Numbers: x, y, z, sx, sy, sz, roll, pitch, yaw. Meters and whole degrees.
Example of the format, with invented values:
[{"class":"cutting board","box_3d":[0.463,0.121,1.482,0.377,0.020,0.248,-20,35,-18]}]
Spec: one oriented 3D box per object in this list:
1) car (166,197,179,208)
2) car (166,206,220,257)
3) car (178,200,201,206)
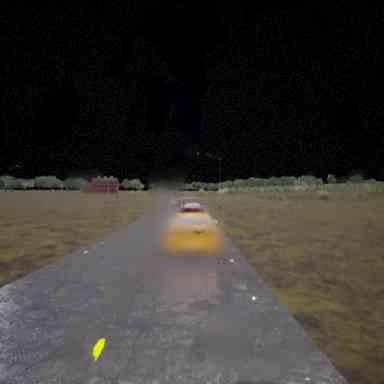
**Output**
[{"class":"car","box_3d":[-2.844,1.579,51.483,2.128,1.511,4.902,0,0,0]},{"class":"car","box_3d":[0.049,1.582,13.444,1.882,1.535,5.008,0,0,0]},{"class":"car","box_3d":[0.046,1.586,28.401,1.882,1.535,5.008,0,0,0]}]
